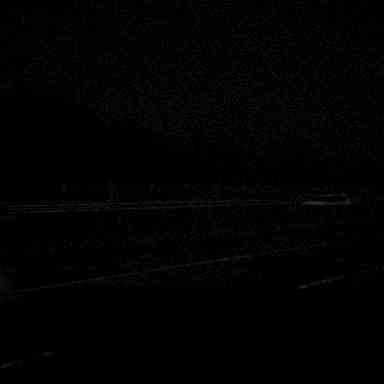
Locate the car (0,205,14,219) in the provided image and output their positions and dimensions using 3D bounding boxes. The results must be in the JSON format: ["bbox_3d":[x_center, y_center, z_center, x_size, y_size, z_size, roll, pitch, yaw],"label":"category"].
[{"bbox_3d":[-9.958,1.338,14.090,4.553,1.767,2.097,0,0,-35],"label":"car"}]

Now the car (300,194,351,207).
[{"bbox_3d":[11.937,1.223,29.637,5.566,2.045,2.150,0,0,-35],"label":"car"}]
